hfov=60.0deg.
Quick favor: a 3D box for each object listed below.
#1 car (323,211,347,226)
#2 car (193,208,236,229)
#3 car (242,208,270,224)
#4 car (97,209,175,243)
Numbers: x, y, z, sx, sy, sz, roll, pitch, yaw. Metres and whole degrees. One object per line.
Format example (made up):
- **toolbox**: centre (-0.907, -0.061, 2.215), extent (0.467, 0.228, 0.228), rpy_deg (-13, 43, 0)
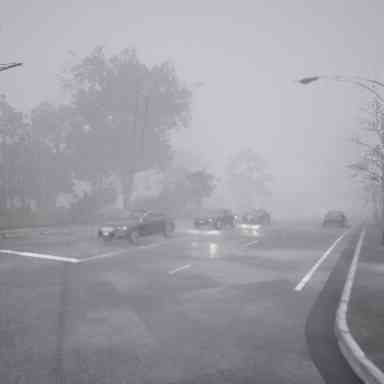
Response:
- **car**: centre (14.443, 2.634, 33.545), extent (2.033, 1.411, 5.357), rpy_deg (0, -3, 28)
- **car**: centre (1.814, 1.963, 25.259), extent (1.837, 1.490, 4.892), rpy_deg (0, -3, 28)
- **car**: centre (6.687, 2.445, 34.302), extent (2.128, 1.511, 4.902), rpy_deg (0, -3, 28)
- **car**: centre (-2.669, 1.640, 16.937), extent (2.128, 1.511, 4.902), rpy_deg (0, -1, 28)
